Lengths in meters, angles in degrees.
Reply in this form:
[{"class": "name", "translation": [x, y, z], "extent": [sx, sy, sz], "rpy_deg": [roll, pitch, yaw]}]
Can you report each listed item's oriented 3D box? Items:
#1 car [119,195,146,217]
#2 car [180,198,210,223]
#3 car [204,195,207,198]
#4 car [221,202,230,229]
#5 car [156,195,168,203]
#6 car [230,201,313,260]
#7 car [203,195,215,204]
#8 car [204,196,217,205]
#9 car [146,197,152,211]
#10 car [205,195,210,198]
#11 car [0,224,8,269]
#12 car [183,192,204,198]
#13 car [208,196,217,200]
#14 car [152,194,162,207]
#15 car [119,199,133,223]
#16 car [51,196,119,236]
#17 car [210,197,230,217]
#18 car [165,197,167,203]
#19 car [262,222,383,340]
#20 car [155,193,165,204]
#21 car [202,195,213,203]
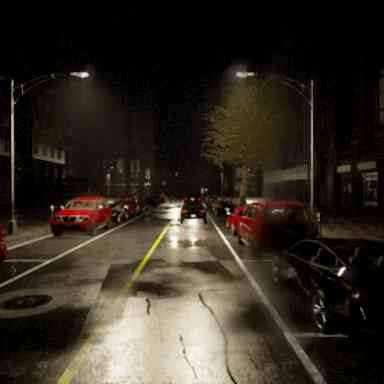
[{"class": "car", "translation": [-5.669, 1.168, 29.031], "extent": [2.192, 1.841, 5.009], "rpy_deg": [0, 0, 0]}, {"class": "car", "translation": [0.101, 1.402, 24.257], "extent": [1.812, 1.442, 4.674], "rpy_deg": [0, 0, 0]}, {"class": "car", "translation": [2.856, 1.219, 45.944], "extent": [1.967, 1.590, 4.097], "rpy_deg": [0, 0, 0]}, {"class": "car", "translation": [2.856, 1.453, 17.747], "extent": [1.887, 1.381, 4.507], "rpy_deg": [0, 0, 0]}, {"class": "car", "translation": [-5.669, 1.302, 62.865], "extent": [1.802, 1.307, 4.206], "rpy_deg": [0, 0, 0]}, {"class": "car", "translation": [2.856, 1.252, 12.106], "extent": [2.192, 1.841, 5.009], "rpy_deg": [0, 0, 0]}, {"class": "car", "translation": [2.856, 1.303, 57.223], "extent": [1.947, 1.339, 4.313], "rpy_deg": [0, 0, 0]}, {"class": "car", "translation": [2.856, 1.340, 51.584], "extent": [1.802, 1.307, 4.206], "rpy_deg": [0, 0, 0]}, {"class": "car", "translation": [-5.669, 1.372, 34.672], "extent": [1.887, 1.381, 4.507], "rpy_deg": [0, 0, 0]}, {"class": "car", "translation": [2.856, 1.384, 40.305], "extent": [1.802, 1.307, 4.206], "rpy_deg": [0, 0, 0]}, {"class": "car", "translation": [-5.670, 1.280, 6.476], "extent": [2.192, 1.841, 5.009], "rpy_deg": [0, 0, 0]}, {"class": "car", "translation": [0.098, 1.018, 41.593], "extent": [2.150, 2.045, 5.566], "rpy_deg": [0, 0, 1]}, {"class": "car", "translation": [2.856, 1.352, 34.836], "extent": [1.752, 1.417, 4.829], "rpy_deg": [0, 0, 0]}, {"class": "car", "translation": [-5.669, 1.345, 45.949], "extent": [1.947, 1.339, 4.313], "rpy_deg": [0, 0, 0]}, {"class": "car", "translation": [-5.669, 1.447, 23.395], "extent": [1.947, 1.339, 4.313], "rpy_deg": [0, 0, 0]}, {"class": "car", "translation": [-5.669, 1.224, 17.754], "extent": [2.192, 1.841, 5.009], "rpy_deg": [0, 0, 0]}, {"class": "car", "translation": [2.857, 1.419, 29.026], "extent": [1.947, 1.339, 4.313], "rpy_deg": [0, 0, 0]}, {"class": "car", "translation": [-5.670, 1.052, 57.224], "extent": [2.192, 1.841, 5.009], "rpy_deg": [0, 0, 0]}, {"class": "car", "translation": [2.856, 1.530, 6.467], "extent": [1.947, 1.339, 4.313], "rpy_deg": [0, 0, 0]}, {"class": "car", "translation": [-5.669, 1.324, 51.587], "extent": [1.947, 1.339, 4.313], "rpy_deg": [0, 0, 0]}, {"class": "car", "translation": [2.856, 1.286, 62.863], "extent": [1.947, 1.339, 4.313], "rpy_deg": [0, 0, 0]}]
